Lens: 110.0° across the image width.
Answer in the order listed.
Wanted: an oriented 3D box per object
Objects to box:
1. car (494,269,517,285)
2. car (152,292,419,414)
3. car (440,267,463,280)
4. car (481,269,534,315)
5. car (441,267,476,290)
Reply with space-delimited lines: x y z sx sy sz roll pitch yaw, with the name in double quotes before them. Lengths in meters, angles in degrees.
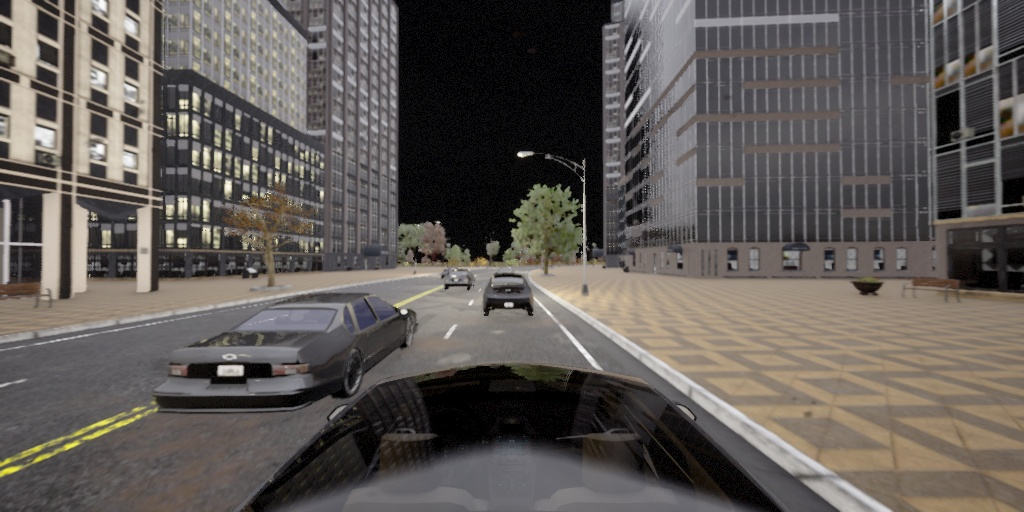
"car" -0.558 1.856 32.894 1.895 1.301 4.718 0 -1 0
"car" -3.210 1.379 6.553 2.033 1.411 5.357 0 -1 -1
"car" -7.080 2.028 42.316 1.994 1.385 4.181 0 -1 1
"car" -0.183 1.464 14.694 1.837 1.490 4.892 0 -1 -2
"car" -3.755 1.701 26.403 2.033 1.411 5.357 0 -1 -1
